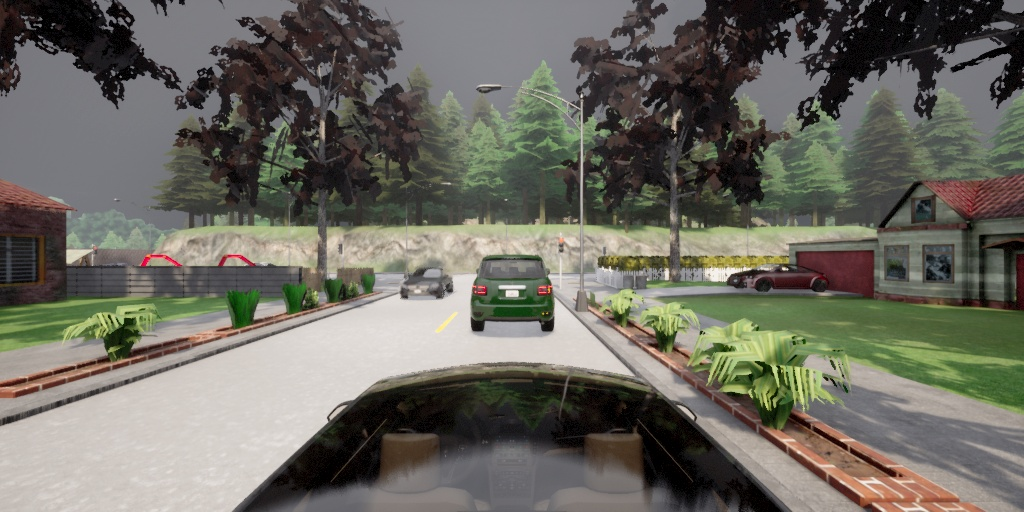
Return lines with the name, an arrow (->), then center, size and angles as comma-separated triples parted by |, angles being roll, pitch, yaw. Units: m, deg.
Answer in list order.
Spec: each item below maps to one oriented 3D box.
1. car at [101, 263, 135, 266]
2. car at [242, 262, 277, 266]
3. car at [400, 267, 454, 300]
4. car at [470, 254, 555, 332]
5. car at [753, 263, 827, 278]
car -> -36.678, 1.313, 33.593 | 4.181, 1.385, 1.994 | 0, 0, 0
car -> -23.248, 1.275, 33.558 | 4.674, 1.442, 1.812 | 0, 0, 0
car -> -4.064, 1.275, 17.814 | 1.812, 1.442, 4.674 | 0, 0, 0
car -> 0.030, 0.971, 11.044 | 2.150, 2.045, 5.566 | 0, 0, 1
car -> 29.115, 0.971, 37.680 | 5.566, 2.045, 2.150 | 0, 0, 0
